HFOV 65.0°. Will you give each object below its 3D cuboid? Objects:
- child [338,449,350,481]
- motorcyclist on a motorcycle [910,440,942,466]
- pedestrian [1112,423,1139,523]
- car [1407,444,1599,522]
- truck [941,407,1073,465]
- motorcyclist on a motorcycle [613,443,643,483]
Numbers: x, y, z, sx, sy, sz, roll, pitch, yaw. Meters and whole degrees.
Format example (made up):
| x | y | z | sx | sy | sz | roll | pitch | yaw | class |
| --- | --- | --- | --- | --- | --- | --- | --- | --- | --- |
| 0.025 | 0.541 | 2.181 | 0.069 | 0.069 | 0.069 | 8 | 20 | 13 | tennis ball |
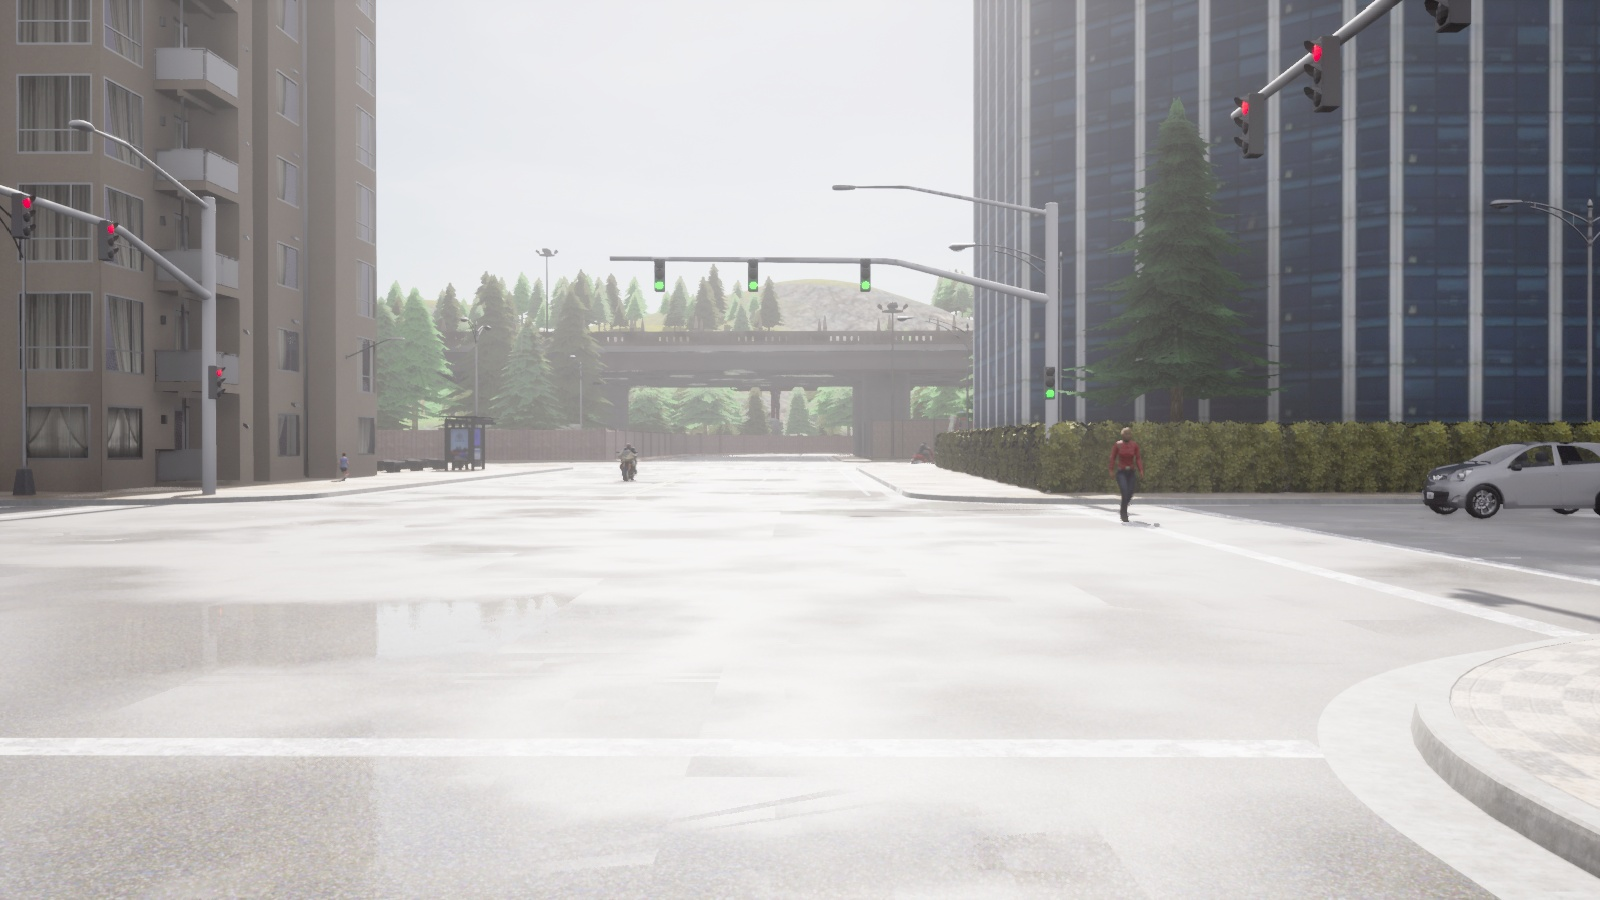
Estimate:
| x | y | z | sx | sy | sz | roll | pitch | yaw | class |
| --- | --- | --- | --- | --- | --- | --- | --- | --- | --- |
| -16.035 | 0.523 | 44.177 | 0.255 | 1.110 | 0.394 | 0 | 0 | 7 | child |
| 7.847 | 0.209 | 78.117 | 1.817 | 1.590 | 0.866 | 0 | 2 | -10 | motorcyclist on a motorcycle |
| 6.072 | 0.417 | 23.437 | 0.331 | 1.846 | 0.636 | 0 | 0 | 1 | pedestrian |
| 14.359 | 0.631 | 24.997 | 3.633 | 1.501 | 1.845 | 0 | 0 | 0 | car |
| 14.019 | -0.945 | 85.445 | 8.468 | 3.827 | 2.891 | 0 | 0 | 0 | truck |
| -6.714 | 0.499 | 49.171 | 0.866 | 1.530 | 2.191 | 0 | 0 | 0 | motorcyclist on a motorcycle |
